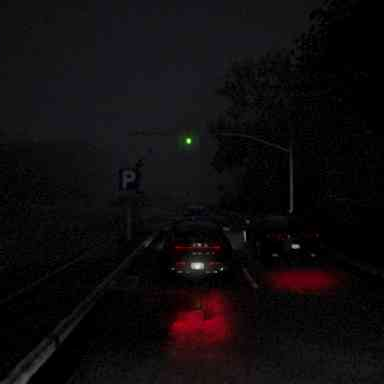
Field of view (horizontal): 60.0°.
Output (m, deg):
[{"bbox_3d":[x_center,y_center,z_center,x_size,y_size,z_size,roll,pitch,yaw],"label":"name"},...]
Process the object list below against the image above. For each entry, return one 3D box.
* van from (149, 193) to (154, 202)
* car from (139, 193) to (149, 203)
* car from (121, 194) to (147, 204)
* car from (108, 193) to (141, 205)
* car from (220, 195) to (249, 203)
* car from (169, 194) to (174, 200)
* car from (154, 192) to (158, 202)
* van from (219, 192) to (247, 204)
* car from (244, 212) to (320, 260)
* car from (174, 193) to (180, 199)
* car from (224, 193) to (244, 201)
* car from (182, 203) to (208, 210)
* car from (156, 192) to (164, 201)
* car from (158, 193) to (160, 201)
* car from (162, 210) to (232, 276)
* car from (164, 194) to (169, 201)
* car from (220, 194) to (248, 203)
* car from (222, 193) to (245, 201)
[{"bbox_3d":[-10.277,1.141,64.443,4.442,1.987,1.878,-1,0,-14],"label":"van"},{"bbox_3d":[-10.833,1.358,58.451,5.366,1.575,1.946,-1,0,-15],"label":"car"},{"bbox_3d":[-10.741,1.241,61.403,4.553,1.767,2.185,-1,0,-14],"label":"car"},{"bbox_3d":[-11.476,1.398,55.458,4.792,1.488,2.163,-1,0,-15],"label":"car"},{"bbox_3d":[8.167,1.314,64.026,5.366,1.575,1.946,1,0,-13],"label":"car"},{"bbox_3d":[-8.048,1.129,82.401,5.566,2.045,2.435,-1,0,-12],"label":"car"},{"bbox_3d":[-10.050,1.372,67.414,4.892,1.521,2.231,-1,0,-14],"label":"car"},{"bbox_3d":[7.250,1.087,58.063,4.442,1.987,1.878,1,0,-14],"label":"van"},{"bbox_3d":[3.170,1.509,12.598,1.882,1.535,5.008,0,0,0],"label":"car"},{"bbox_3d":[-6.666,1.385,91.340,5.008,1.535,2.097,-1,0,-11],"label":"car"},{"bbox_3d":[10.313,1.190,81.602,4.553,1.767,2.185,1,0,-11],"label":"car"},{"bbox_3d":[0.235,1.546,25.022,1.812,1.442,4.674,1,1,-2],"label":"car"},{"bbox_3d":[-9.309,1.415,73.412,4.674,1.452,2.002,-1,0,-13],"label":"car"},{"bbox_3d":[-9.679,1.412,70.410,4.674,1.452,2.002,-1,0,-13],"label":"car"},{"bbox_3d":[0.153,1.531,10.413,1.837,1.490,4.892,0,0,0],"label":"car"},{"bbox_3d":[-8.496,1.418,79.394,4.674,1.452,2.002,-1,0,-12],"label":"car"},{"bbox_3d":[7.633,1.189,61.032,4.553,1.767,2.185,1,0,-14],"label":"car"},{"bbox_3d":[9.416,1.189,75.733,4.553,1.767,2.185,1,0,-12],"label":"car"}]
